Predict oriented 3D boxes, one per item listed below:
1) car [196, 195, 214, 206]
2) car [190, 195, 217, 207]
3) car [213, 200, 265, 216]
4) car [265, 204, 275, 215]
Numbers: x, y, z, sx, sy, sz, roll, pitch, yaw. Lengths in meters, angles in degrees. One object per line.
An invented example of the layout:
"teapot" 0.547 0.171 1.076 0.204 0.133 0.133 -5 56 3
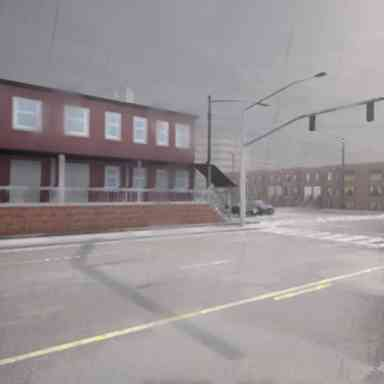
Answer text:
"car" 0.444 1.540 47.553 2.150 2.045 5.566 1 0 -36
"car" 2.139 1.662 63.385 2.150 2.045 5.566 1 0 -36
"car" 4.901 1.767 35.300 2.128 1.511 4.902 1 0 -36
"car" 7.267 1.666 38.012 2.097 1.767 4.553 1 0 -36
